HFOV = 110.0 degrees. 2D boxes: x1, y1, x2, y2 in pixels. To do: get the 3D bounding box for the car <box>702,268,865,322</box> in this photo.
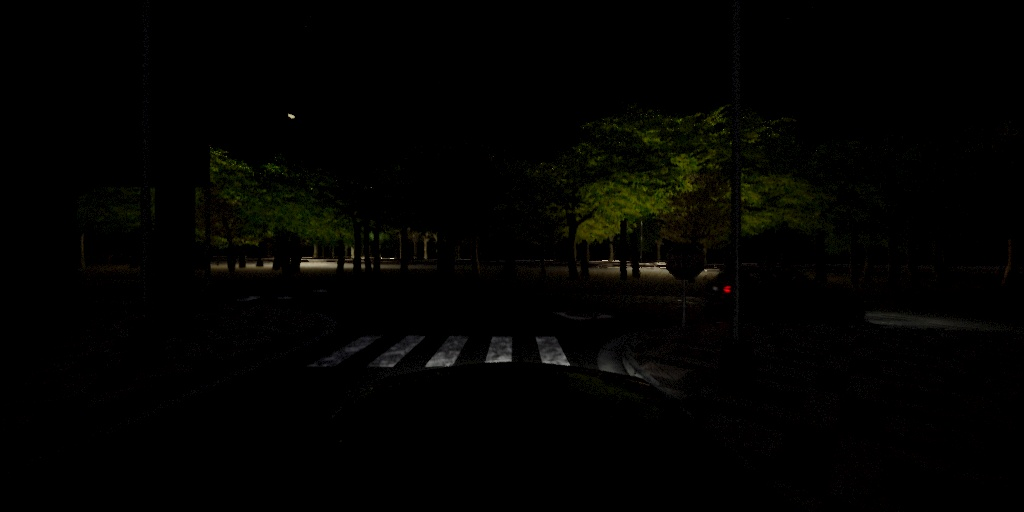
[{"bbox_3d":[9.428,1.219,12.684,4.553,1.767,2.097,1,0,7],"label":"car"}]
